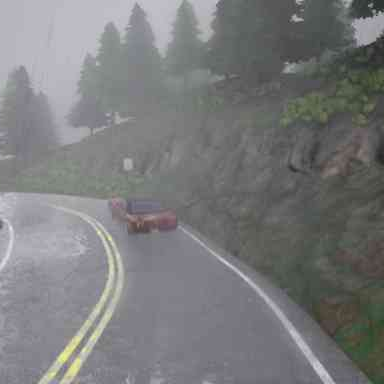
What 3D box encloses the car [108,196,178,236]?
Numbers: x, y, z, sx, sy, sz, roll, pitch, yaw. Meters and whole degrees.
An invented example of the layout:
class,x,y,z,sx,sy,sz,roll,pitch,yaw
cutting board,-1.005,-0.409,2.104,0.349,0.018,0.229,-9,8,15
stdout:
class,x,y,z,sx,sy,sz,roll,pitch,yaw
car,-2.322,0.826,14.410,1.895,1.301,4.718,-2,10,-25
